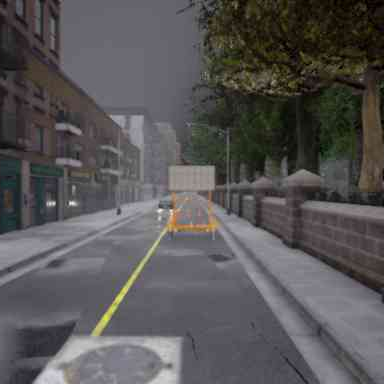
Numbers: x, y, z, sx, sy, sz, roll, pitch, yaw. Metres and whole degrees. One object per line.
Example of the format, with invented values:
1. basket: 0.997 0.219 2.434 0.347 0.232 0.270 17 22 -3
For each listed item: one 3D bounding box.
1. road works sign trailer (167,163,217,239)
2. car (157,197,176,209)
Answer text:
1. road works sign trailer: -0.010 0.373 16.554 2.380 3.560 2.880 0 0 0
2. car: -3.110 1.319 41.144 1.812 1.442 4.674 0 0 0
